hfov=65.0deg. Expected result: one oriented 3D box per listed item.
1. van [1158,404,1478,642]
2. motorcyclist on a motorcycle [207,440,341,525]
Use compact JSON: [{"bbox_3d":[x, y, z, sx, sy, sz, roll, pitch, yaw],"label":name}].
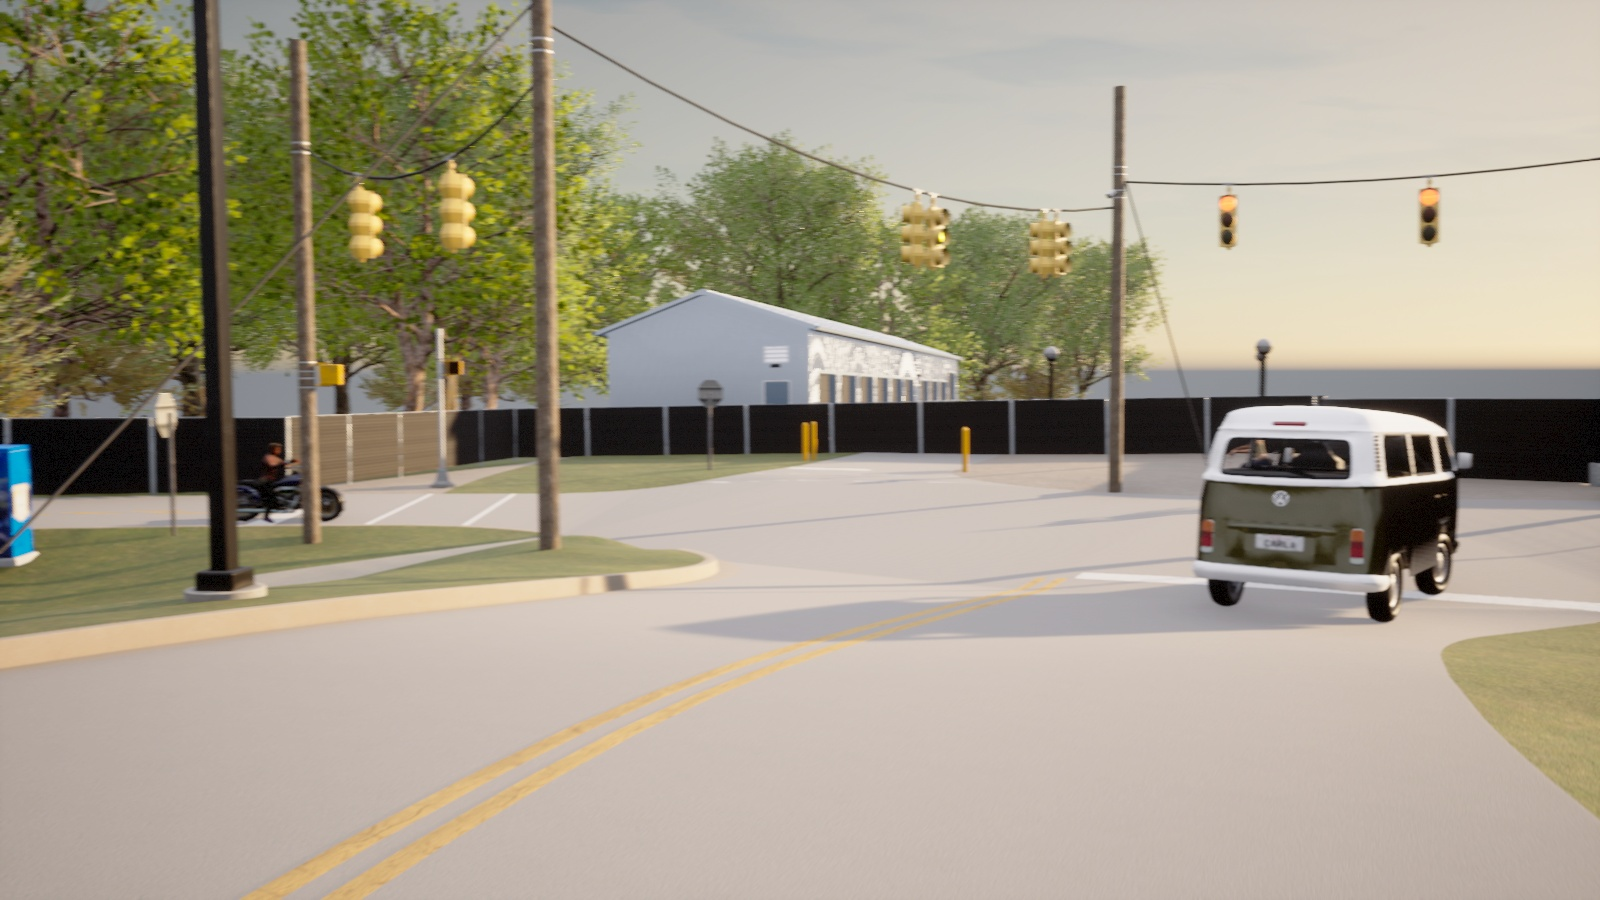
[{"bbox_3d":[5.626,0.588,13.270,2.069,2.038,4.480,2,2,36],"label":"van"},{"bbox_3d":[-10.586,0.650,25.332,2.350,1.649,0.766,0,4,-5],"label":"motorcyclist on a motorcycle"}]
